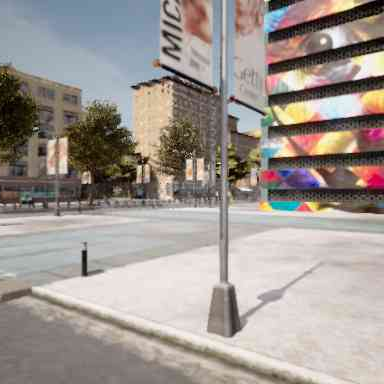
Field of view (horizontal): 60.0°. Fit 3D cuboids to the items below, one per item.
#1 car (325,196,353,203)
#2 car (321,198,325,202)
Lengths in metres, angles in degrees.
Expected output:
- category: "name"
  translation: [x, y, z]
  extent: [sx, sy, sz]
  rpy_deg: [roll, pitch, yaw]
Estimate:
- category: "car"
  translation: [16.313, 1.309, 35.917]
  extent: [2.002, 1.452, 4.674]
  rpy_deg: [0, 0, 36]
- category: "car"
  translation: [20.113, 1.395, 48.219]
  extent: [2.161, 1.482, 4.786]
  rpy_deg: [0, 0, 36]
